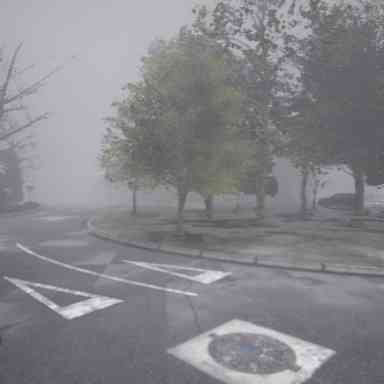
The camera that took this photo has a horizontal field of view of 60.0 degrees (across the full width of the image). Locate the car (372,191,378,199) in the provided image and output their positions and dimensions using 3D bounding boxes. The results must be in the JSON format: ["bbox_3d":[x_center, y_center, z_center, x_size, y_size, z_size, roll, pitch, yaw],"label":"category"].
[{"bbox_3d":[43.317,0.834,84.703,5.566,2.045,2.435,1,1,35],"label":"car"}]

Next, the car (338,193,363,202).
[{"bbox_3d":[33.911,1.122,71.087,4.553,1.767,2.185,1,1,35],"label":"car"}]

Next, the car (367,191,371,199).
[{"bbox_3d":[38.638,1.052,77.880,4.553,1.767,2.185,1,1,35],"label":"car"}]

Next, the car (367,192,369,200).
[{"bbox_3d":[35.458,1.227,73.377,5.008,1.535,2.097,1,1,35],"label":"car"}]

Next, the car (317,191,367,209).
[{"bbox_3d":[19.188,1.166,43.064,5.566,2.045,2.150,1,0,29],"label":"car"}]

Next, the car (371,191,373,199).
[{"bbox_3d":[40.185,1.150,80.170,4.892,1.521,2.231,1,1,35],"label":"car"}]
